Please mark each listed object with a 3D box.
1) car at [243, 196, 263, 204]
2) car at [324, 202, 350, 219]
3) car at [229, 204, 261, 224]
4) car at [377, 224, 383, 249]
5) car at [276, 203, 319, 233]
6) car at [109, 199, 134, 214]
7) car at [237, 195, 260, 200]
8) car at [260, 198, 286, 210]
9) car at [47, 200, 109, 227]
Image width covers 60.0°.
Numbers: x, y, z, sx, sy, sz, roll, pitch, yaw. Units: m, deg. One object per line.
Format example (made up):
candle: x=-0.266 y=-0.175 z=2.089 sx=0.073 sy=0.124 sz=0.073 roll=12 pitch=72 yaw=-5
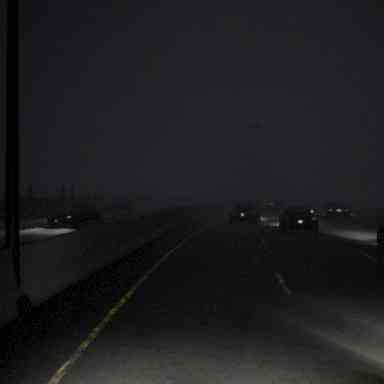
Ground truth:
car: x=11.560 y=1.502 z=62.792 sx=1.837 sy=1.490 sz=4.892 roll=0 pitch=0 yaw=38
car: x=12.772 y=1.544 z=29.310 sx=2.033 sy=1.411 sz=5.357 roll=0 pitch=0 yaw=21
car: x=4.037 y=1.545 z=24.910 sx=1.994 sy=1.385 sz=4.181 roll=0 pitch=0 yaw=16
car: x=8.166 y=1.498 z=11.531 sx=2.128 sy=1.511 sz=4.902 roll=0 pitch=0 yaw=8
car: x=6.220 y=1.556 z=19.667 sx=1.994 sy=1.385 sz=4.181 roll=0 pitch=0 yaw=13
car: x=-7.837 y=1.433 z=34.323 sx=2.128 sy=1.511 sz=4.902 roll=0 pitch=0 yaw=20
car: x=8.529 y=1.310 z=52.308 sx=2.097 sy=1.767 sz=4.553 roll=0 pitch=0 yaw=32
car: x=10.336 y=1.481 z=40.855 sx=2.163 sy=1.488 sz=4.792 roll=0 pitch=0 yaw=26
car: x=-7.695 y=1.481 z=22.399 sx=1.812 sy=1.442 sz=4.674 roll=0 pitch=0 yaw=14
